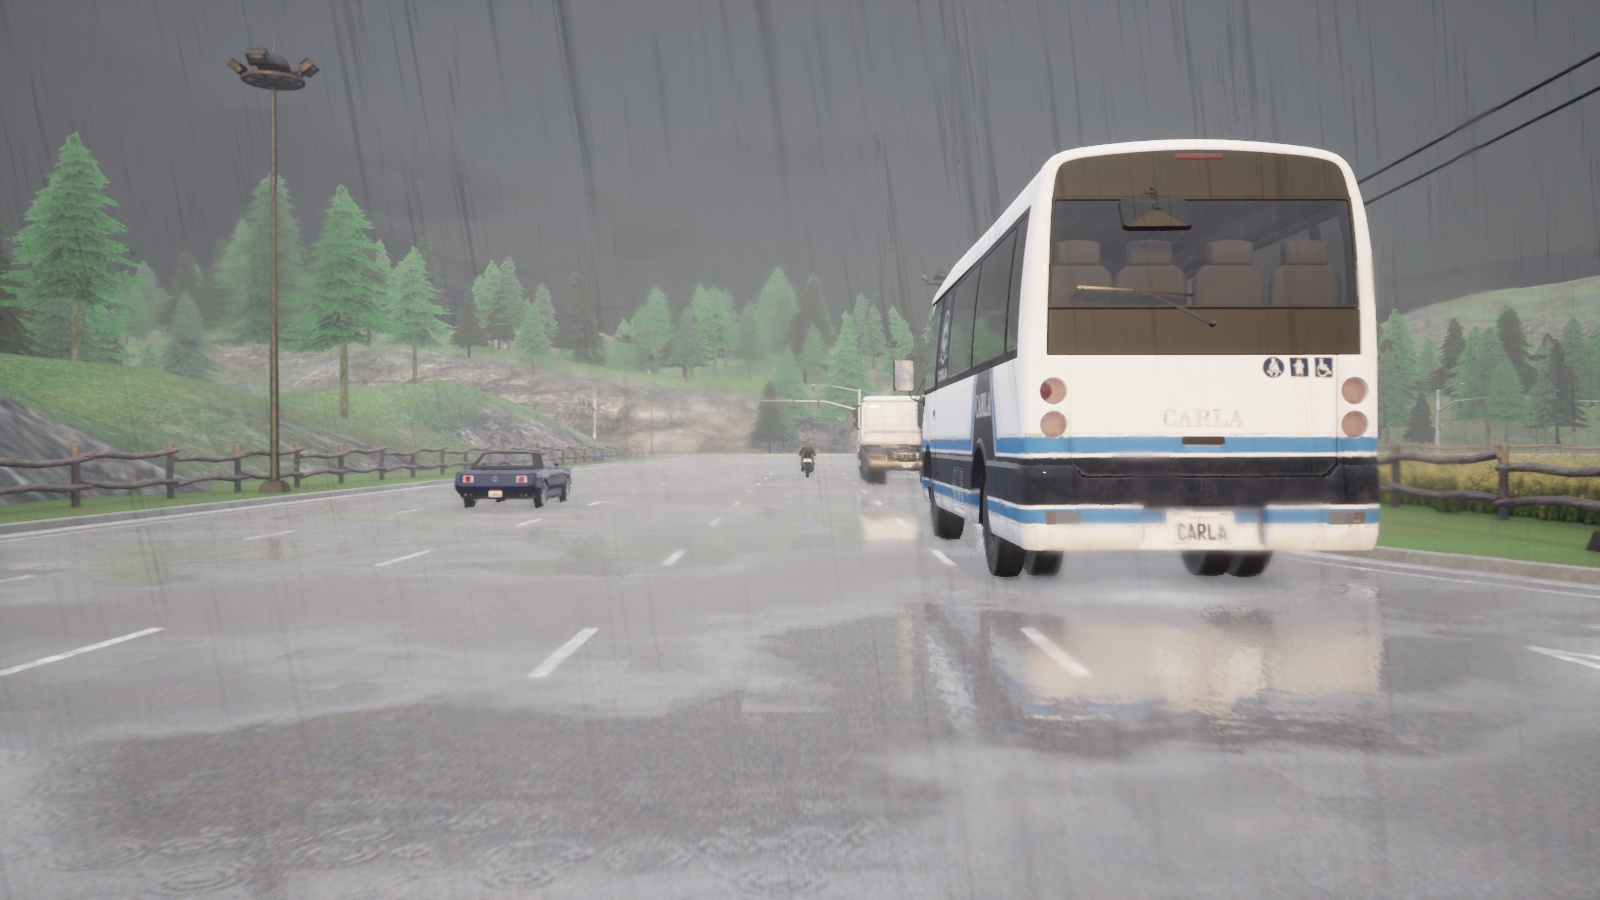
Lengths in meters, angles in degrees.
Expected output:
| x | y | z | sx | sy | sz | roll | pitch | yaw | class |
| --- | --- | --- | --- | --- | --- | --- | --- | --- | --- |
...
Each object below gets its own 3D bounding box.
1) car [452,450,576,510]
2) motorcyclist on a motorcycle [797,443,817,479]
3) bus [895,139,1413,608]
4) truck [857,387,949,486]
| x | y | z | sx | sy | sz | roll | pitch | yaw | class |
| --- | --- | --- | --- | --- | --- | --- | --- | --- | --- |
| -6.813 | 0.670 | 30.440 | 1.895 | 1.301 | 4.718 | 0 | 0 | 0 | car |
| 0.329 | 0.468 | 55.647 | 0.866 | 1.530 | 2.191 | 0 | 0 | 0 | motorcyclist on a motorcycle |
| 3.600 | -0.720 | 16.537 | 3.944 | 4.253 | 10.273 | 0 | 0 | 0 | bus |
| 3.787 | -0.503 | 47.993 | 2.891 | 3.462 | 7.936 | 0 | 0 | 0 | truck |
